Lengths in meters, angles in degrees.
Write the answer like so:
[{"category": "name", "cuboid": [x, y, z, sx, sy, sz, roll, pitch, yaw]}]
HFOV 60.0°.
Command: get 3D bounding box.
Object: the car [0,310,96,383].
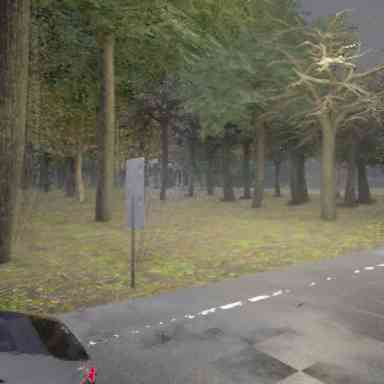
[{"category": "car", "cuboid": [-2.736, 1.564, 2.044, 4.181, 1.385, 1.994, 0, 0, -36]}]
